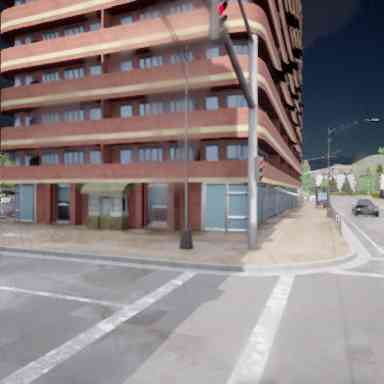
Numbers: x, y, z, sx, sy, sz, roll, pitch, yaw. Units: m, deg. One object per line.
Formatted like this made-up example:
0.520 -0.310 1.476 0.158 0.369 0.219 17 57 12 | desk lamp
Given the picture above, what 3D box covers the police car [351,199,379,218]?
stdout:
16.068 1.485 30.991 2.038 1.542 4.974 0 0 21 | police car
